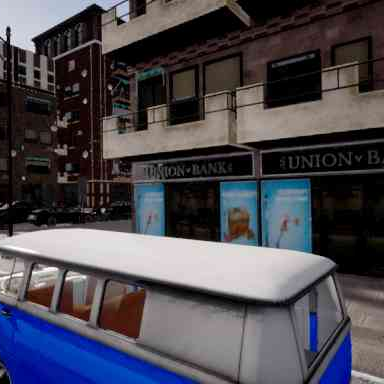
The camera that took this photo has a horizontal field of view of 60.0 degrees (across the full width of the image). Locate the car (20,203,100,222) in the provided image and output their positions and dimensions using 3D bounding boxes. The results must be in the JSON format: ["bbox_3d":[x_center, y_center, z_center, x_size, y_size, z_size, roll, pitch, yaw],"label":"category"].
[{"bbox_3d":[-8.744,1.583,22.405,1.947,1.339,4.313,-2,-1,36],"label":"car"}]

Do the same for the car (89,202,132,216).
[{"bbox_3d":[-8.868,1.797,36.457,1.947,1.339,4.313,-2,-1,36],"label":"car"}]

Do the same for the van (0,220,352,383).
[{"bbox_3d":[-0.578,1.342,3.263,3.998,1.788,1.690,0,-1,35],"label":"van"}]

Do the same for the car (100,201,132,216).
[{"bbox_3d":[-7.205,1.671,34.336,2.128,1.511,4.902,-1,-1,36],"label":"car"}]

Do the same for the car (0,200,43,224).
[{"bbox_3d":[-13.467,1.473,25.759,2.097,1.767,4.553,-1,-1,36],"label":"car"}]
